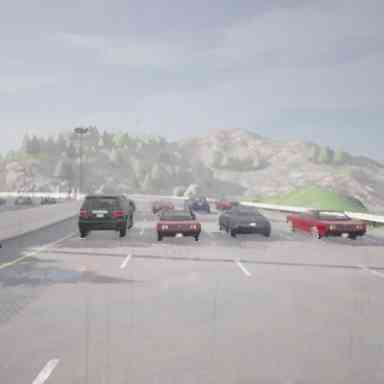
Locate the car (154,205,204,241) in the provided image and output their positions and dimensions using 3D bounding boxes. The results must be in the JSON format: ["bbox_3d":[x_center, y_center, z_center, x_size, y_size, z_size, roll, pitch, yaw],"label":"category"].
[{"bbox_3d":[-0.744,1.511,16.229,1.895,1.301,4.718,0,0,-5],"label":"car"}]

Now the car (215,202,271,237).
[{"bbox_3d":[2.624,1.467,17.433,1.994,1.385,4.181,0,0,-5],"label":"car"}]

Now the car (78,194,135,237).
[{"bbox_3d":[-4.379,1.125,17.494,2.150,2.045,5.566,0,0,-6],"label":"car"}]

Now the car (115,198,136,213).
[{"bbox_3d":[-6.989,1.370,34.992,1.994,1.385,4.181,0,0,-11],"label":"car"}]

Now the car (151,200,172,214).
[{"bbox_3d":[-3.016,1.419,32.911,1.895,1.301,4.718,0,0,-10],"label":"car"}]

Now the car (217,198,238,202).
[{"bbox_3d":[3.746,1.334,34.620,1.812,1.442,4.674,0,0,-10],"label":"car"}]

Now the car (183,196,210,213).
[{"bbox_3d":[0.397,1.168,33.512,2.097,1.767,4.553,0,0,-10],"label":"car"}]

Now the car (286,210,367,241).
[{"bbox_3d":[6.277,1.510,16.265,1.895,1.301,4.718,0,0,-5],"label":"car"}]
